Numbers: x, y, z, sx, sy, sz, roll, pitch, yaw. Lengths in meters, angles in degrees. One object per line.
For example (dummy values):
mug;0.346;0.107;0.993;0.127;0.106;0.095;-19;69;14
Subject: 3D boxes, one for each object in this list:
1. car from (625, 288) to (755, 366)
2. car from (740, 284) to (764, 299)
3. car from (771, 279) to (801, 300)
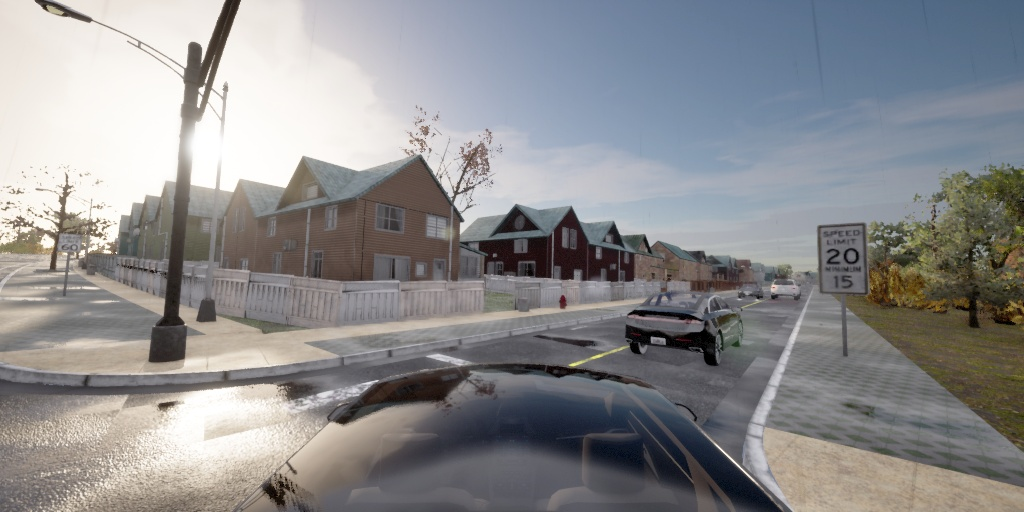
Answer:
car;4.554;1.656;9.180;2.128;1.511;4.902;-2;-4;40
car;25.180;3.703;37.767;2.128;1.511;4.902;-2;-4;40
car;28.327;3.453;37.114;2.150;2.045;5.566;-2;-4;41
